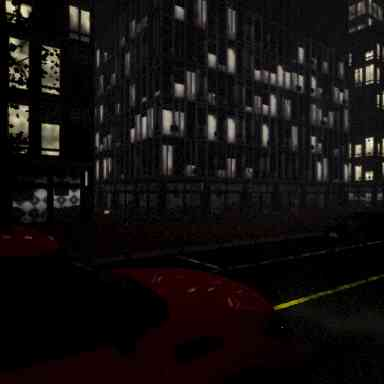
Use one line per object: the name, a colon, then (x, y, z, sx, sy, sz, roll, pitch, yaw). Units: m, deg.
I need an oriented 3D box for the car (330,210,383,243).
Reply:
car: (8.141, 1.563, 16.226, 4.313, 1.339, 1.947, 0, 0, -35)

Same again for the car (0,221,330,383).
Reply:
car: (-1.680, 1.216, 2.235, 5.566, 2.045, 2.150, 0, 0, -35)
